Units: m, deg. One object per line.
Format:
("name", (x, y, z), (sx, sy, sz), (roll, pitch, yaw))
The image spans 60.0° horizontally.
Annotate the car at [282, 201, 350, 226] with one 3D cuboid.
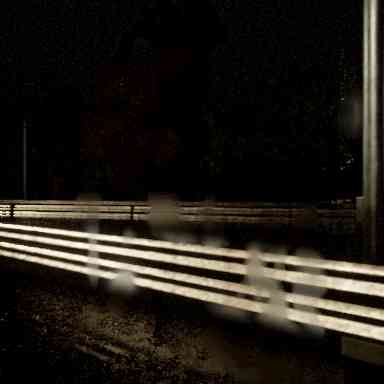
("car", (8.764, 1.422, 23.763), (4.553, 1.767, 2.097), (0, 0, 16))
